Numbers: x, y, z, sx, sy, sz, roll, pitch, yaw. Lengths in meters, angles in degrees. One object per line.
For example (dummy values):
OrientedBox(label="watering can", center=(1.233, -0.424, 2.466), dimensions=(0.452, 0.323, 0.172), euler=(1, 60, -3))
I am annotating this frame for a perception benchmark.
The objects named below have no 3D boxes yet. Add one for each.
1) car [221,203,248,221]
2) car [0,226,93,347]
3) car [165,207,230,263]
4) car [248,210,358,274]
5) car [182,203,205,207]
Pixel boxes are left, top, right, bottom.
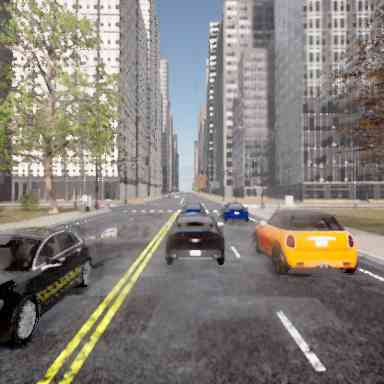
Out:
OrientedBox(label="car", center=(3.353, 1.536, 26.862), dimensions=(1.994, 1.385, 4.181), euler=(0, 0, 0))
OrientedBox(label="car", center=(-3.348, 1.500, 6.409), dimensions=(1.837, 1.490, 4.892), euler=(0, 0, 0))
OrientedBox(label="car", center=(0.102, 1.494, 11.869), dimensions=(1.837, 1.490, 4.892), euler=(0, 0, 0))
OrientedBox(label="car", center=(3.350, 1.343, 10.721), dimensions=(2.097, 1.767, 4.553), euler=(0, 0, 0))
OrientedBox(label="car", center=(0.104, 1.536, 26.689), dimensions=(1.994, 1.385, 4.181), euler=(0, 0, 0))
